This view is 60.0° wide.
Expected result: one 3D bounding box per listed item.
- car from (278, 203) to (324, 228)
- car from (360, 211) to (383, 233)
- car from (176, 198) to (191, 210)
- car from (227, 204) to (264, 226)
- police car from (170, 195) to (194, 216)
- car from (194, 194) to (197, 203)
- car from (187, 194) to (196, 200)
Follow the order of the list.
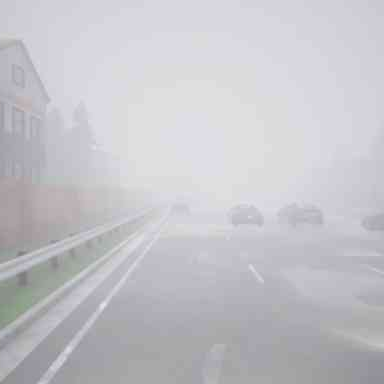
[{"bbox_3d":[7.098,1.462,22.139,2.128,1.511,4.902,0,0,0],"label":"car"},{"bbox_3d":[10.599,1.525,16.638,2.033,1.411,5.357,0,0,0],"label":"car"},{"bbox_3d":[-1.053,1.468,42.567,1.812,1.442,4.674,0,0,0],"label":"car"},{"bbox_3d":[3.598,1.533,22.911,1.994,1.385,4.181,0,0,0],"label":"car"},{"bbox_3d":[-1.052,1.381,32.677,1.930,1.638,5.238,0,0,0],"label":"police car"},{"bbox_3d":[-0.003,1.422,65.778,1.837,1.490,4.892,0,0,0],"label":"car"},{"bbox_3d":[-0.004,1.230,81.184,2.128,1.511,4.902,0,0,0],"label":"car"}]
